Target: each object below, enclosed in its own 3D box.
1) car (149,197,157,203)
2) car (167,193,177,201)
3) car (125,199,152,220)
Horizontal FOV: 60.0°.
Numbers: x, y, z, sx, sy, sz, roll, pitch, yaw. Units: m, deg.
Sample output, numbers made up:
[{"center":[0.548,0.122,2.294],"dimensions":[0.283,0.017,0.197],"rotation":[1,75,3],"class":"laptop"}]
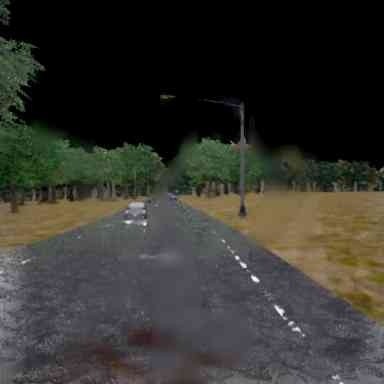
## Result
[{"center":[-8.185,1.691,69.583],"dimensions":[1.895,1.301,4.718],"rotation":[0,0,-5],"class":"car"},{"center":[-4.768,1.564,84.614],"dimensions":[1.882,1.535,5.008],"rotation":[0,0,-5],"class":"car"},{"center":[-4.781,1.596,29.264],"dimensions":[1.812,1.442,4.674],"rotation":[0,0,-4],"class":"car"}]
